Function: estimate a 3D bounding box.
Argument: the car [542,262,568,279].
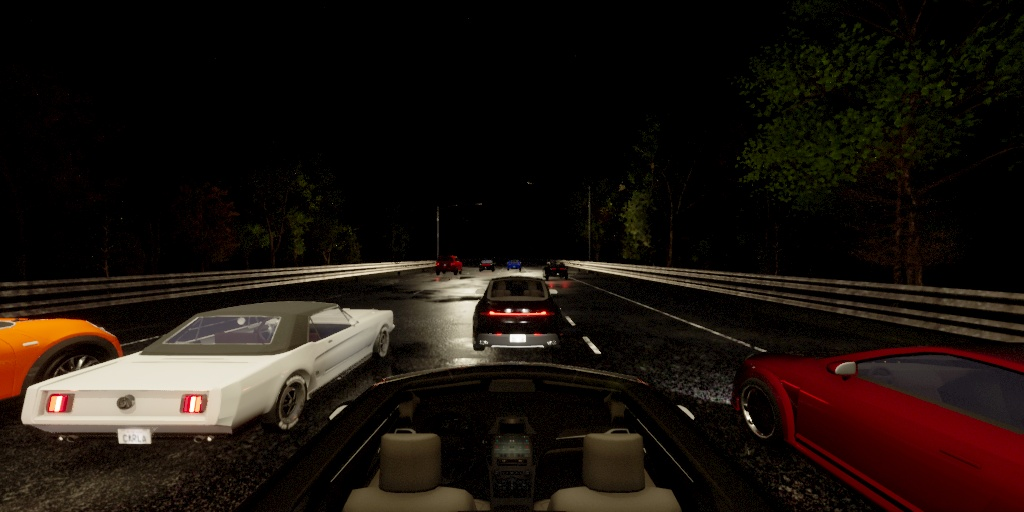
[{"bbox_3d":[3.733,1.263,31.460,2.128,1.511,4.902,0,0,0],"label":"car"}]

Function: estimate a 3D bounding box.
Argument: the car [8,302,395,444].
[{"bbox_3d":[-3.401,1.350,5.474,1.895,1.301,4.718,0,0,0],"label":"car"}]

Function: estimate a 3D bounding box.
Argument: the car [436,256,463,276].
[{"bbox_3d":[-6.736,1.004,38.707,2.150,2.045,5.566,0,0,0],"label":"car"}]

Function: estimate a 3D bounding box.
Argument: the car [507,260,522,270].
[{"bbox_3d":[0.317,1.277,50.251,1.882,1.535,5.008,0,0,0],"label":"car"}]

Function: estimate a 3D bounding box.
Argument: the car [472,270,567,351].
[{"bbox_3d":[0.122,1.255,8.956,1.837,1.490,4.892,0,0,0],"label":"car"}]

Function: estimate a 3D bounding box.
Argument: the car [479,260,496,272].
[{"bbox_3d":[-3.198,1.285,46.610,2.128,1.511,4.902,0,0,0],"label":"car"}]

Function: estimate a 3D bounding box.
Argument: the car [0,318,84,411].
[{"bbox_3d":[-6.919,1.102,3.473,2.097,1.767,4.553,0,0,1],"label":"car"}]

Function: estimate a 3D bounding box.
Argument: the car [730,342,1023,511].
[{"bbox_3d":[3.601,1.314,2.578,1.994,1.385,4.181,0,0,0],"label":"car"}]
